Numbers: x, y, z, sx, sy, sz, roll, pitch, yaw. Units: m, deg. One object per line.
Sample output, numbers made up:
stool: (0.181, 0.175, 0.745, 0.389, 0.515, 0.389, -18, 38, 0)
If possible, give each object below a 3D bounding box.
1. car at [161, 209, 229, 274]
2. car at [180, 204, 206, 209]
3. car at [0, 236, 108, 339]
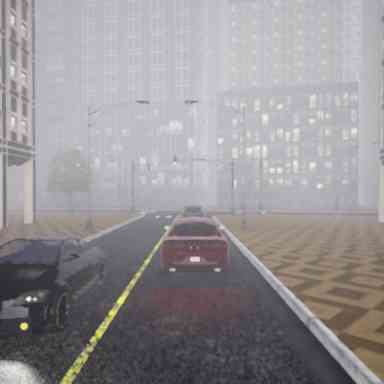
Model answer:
car: (0.087, 1.561, 10.917, 1.882, 1.535, 5.008, 0, 0, 0)
car: (0.086, 1.713, 26.681, 1.837, 1.490, 4.892, 0, 0, 0)
car: (-3.101, 1.615, 6.717, 1.994, 1.385, 4.181, 0, 0, 0)
